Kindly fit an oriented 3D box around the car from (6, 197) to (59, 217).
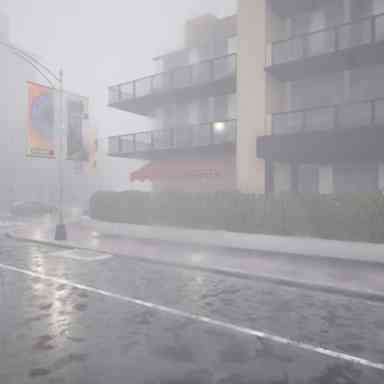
[{"bbox_3d":[-14.841,1.514,31.194,1.812,1.442,4.674,0,0,35],"label":"car"}]
